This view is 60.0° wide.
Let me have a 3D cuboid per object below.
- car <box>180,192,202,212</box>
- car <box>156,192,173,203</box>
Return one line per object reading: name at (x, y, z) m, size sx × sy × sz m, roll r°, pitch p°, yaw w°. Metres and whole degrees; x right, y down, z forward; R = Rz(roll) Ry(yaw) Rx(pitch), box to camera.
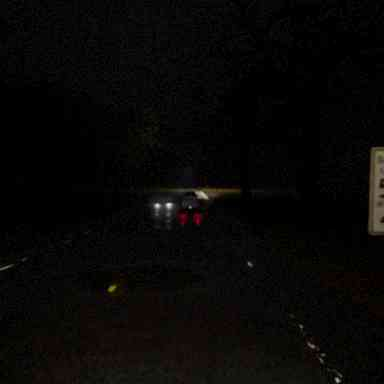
car at (-0.142, 1.077, 31.673) m, size 1.812 × 1.442 × 4.674 m, roll 0°, pitch 1°, yaw 0°
car at (-3.761, 0.738, 45.840) m, size 1.837 × 1.490 × 4.892 m, roll 0°, pitch 1°, yaw 0°
